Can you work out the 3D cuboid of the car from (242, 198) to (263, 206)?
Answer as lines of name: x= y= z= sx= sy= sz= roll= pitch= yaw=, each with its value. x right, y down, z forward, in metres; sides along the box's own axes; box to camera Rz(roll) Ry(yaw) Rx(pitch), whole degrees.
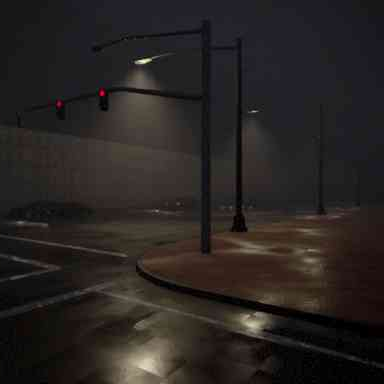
car: x=10.027 y=1.645 z=54.996 sx=1.895 sy=1.301 sz=4.718 roll=0 pitch=0 yaw=36

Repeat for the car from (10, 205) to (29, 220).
car: x=-13.079 y=1.480 z=28.864 sx=1.882 sy=1.535 sz=5.008 roll=0 pitch=0 yaw=35

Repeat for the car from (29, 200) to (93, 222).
car: x=-10.199 y=1.527 z=26.904 sx=1.812 sy=1.442 sz=4.674 roll=0 pitch=0 yaw=36

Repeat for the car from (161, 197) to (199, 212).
car: x=-1.123 y=1.354 z=39.580 sx=2.097 sy=1.767 sz=4.553 roll=0 pitch=0 yaw=36

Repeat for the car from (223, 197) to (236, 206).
car: x=7.198 y=1.525 z=57.057 sx=1.882 sy=1.535 sz=5.008 roll=0 pitch=0 yaw=36

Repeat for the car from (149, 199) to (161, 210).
car: x=-3.501 y=1.566 z=42.270 sx=1.994 sy=1.385 sz=4.181 roll=0 pitch=0 yaw=36
